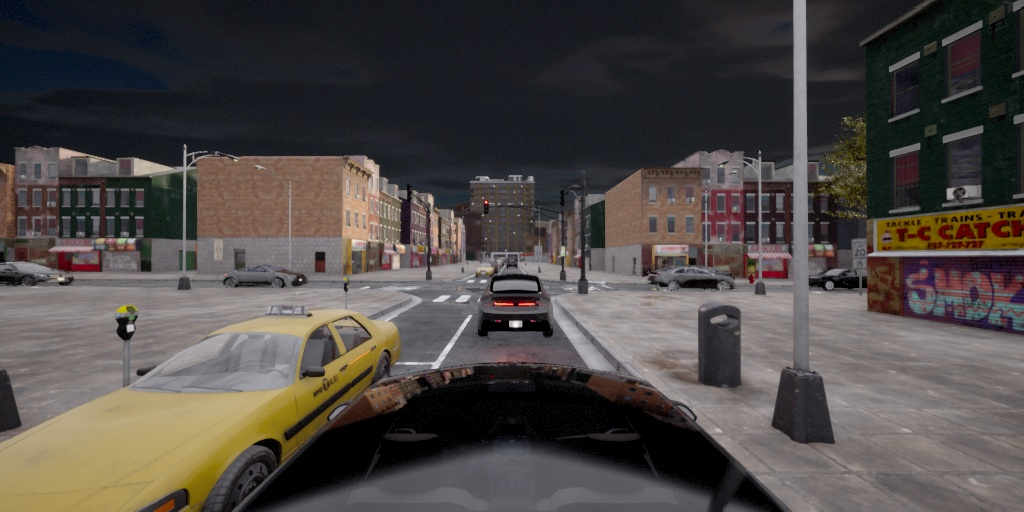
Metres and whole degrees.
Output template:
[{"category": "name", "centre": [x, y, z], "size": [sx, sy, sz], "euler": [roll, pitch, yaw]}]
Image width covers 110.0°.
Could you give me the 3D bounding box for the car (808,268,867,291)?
[{"category": "car", "centre": [22.384, 1.546, 24.389], "size": [5.008, 1.535, 1.882], "euler": [1, 0, -1]}]

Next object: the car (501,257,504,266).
[{"category": "car", "centre": [-2.721, 1.358, 63.134], "size": [1.751, 1.417, 4.829], "euler": [0, 0, 0]}]

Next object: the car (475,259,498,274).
[{"category": "car", "centre": [-2.684, 1.302, 35.916], "size": [1.751, 1.417, 4.829], "euler": [0, 0, 0]}]

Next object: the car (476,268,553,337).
[{"category": "car", "centre": [0.084, 1.257, 10.342], "size": [1.837, 1.490, 4.892], "euler": [0, 0, 0]}]

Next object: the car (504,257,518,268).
[{"category": "car", "centre": [0.017, 1.333, 62.370], "size": [1.837, 1.490, 4.892], "euler": [0, -1, 0]}]

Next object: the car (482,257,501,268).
[{"category": "car", "centre": [-2.692, 1.100, 41.529], "size": [2.192, 1.841, 5.009], "euler": [0, 0, 0]}]

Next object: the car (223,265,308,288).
[{"category": "car", "centre": [-14.504, 1.220, 21.203], "size": [4.181, 1.385, 1.994], "euler": [0, 0, 0]}]

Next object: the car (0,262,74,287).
[{"category": "car", "centre": [-28.892, 1.087, 21.112], "size": [4.674, 1.442, 1.812], "euler": [0, 0, 0]}]

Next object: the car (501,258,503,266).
[{"category": "car", "centre": [-2.707, 1.357, 52.417], "size": [2.007, 1.370, 4.403], "euler": [0, 0, 0]}]

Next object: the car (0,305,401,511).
[{"category": "car", "centre": [-2.641, 1.276, 3.959], "size": [1.751, 1.417, 4.829], "euler": [0, 0, 0]}]

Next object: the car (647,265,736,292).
[{"category": "car", "centre": [10.615, 1.369, 21.366], "size": [4.902, 1.511, 2.128], "euler": [1, 0, 0]}]
